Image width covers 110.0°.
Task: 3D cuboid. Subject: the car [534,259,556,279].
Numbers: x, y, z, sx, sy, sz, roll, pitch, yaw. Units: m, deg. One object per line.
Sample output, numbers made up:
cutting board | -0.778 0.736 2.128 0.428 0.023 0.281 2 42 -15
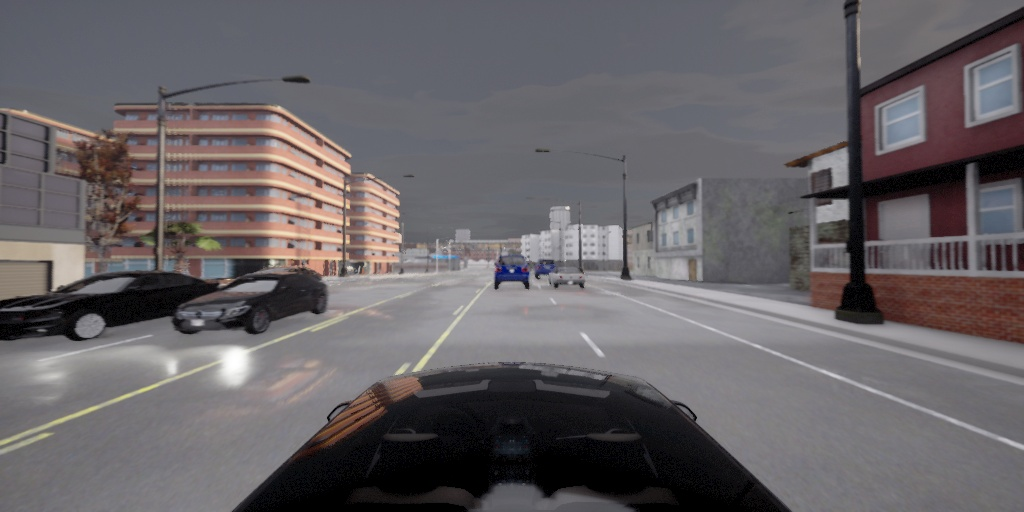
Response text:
car | 3.528 1.354 37.911 2.150 2.045 5.566 0 -2 1

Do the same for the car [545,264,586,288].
car | 3.494 1.348 23.567 1.895 1.301 4.718 0 -1 0

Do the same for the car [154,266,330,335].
car | -7.094 1.207 10.418 1.812 1.442 4.674 0 1 0

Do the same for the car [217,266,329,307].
car | -10.508 1.241 16.350 1.837 1.490 4.892 0 0 0

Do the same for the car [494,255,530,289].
car | -0.006 0.967 23.210 2.150 2.045 5.566 0 -1 0

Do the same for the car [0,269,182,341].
car | -10.596 1.161 9.839 1.882 1.535 5.008 0 0 0
